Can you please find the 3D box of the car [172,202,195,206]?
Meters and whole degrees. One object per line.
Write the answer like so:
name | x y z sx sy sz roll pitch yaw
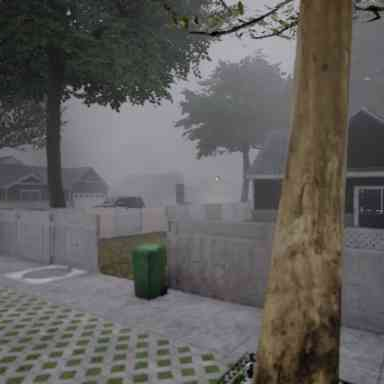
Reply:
car | -0.959 1.791 38.011 1.994 1.385 4.181 0 0 34

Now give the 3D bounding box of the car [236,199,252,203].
car | 8.097 1.801 50.859 2.128 1.511 4.902 0 0 35

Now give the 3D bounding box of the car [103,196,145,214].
car | -6.588 1.412 29.900 2.150 2.045 5.566 0 0 35

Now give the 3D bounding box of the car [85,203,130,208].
car | -6.960 1.750 24.227 1.994 1.385 4.181 0 0 35
